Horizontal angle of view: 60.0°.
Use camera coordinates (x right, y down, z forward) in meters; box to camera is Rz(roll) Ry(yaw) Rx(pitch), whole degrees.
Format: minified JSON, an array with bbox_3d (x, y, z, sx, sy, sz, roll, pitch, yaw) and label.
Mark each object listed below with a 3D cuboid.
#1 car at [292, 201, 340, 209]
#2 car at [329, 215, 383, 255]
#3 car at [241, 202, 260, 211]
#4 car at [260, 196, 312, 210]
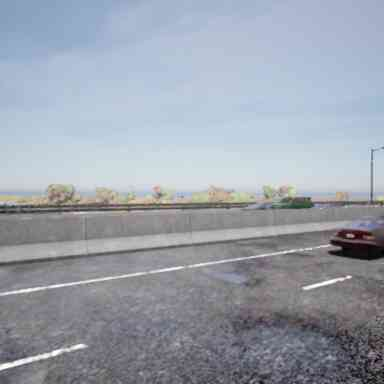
[{"bbox_3d":[11.688,1.781,29.541,5.357,1.411,2.033,1,0,-36],"label":"car"},{"bbox_3d":[7.845,1.672,13.652,5.357,1.411,2.033,1,0,-35],"label":"car"},{"bbox_3d":[7.590,1.780,35.217,5.357,1.411,2.033,1,0,-36],"label":"car"},{"bbox_3d":[9.557,1.453,32.321,5.566,2.045,2.150,1,0,-36],"label":"car"}]
